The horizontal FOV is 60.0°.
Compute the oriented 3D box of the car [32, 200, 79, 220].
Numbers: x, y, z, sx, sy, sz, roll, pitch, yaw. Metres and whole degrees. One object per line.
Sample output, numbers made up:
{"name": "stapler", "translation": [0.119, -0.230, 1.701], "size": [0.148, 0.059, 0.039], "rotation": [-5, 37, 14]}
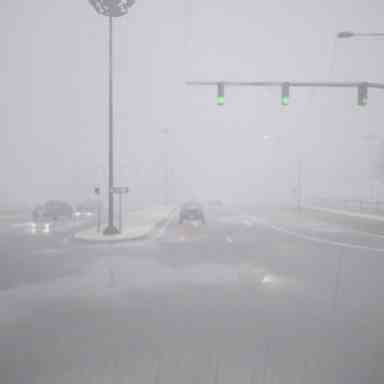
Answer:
{"name": "car", "translation": [-11.595, 1.462, 27.985], "size": [2.128, 1.511, 4.902], "rotation": [0, 0, 0]}

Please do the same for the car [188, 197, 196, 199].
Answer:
{"name": "car", "translation": [-0.001, 1.512, 50.336], "size": [1.994, 1.385, 4.181], "rotation": [0, 0, 0]}

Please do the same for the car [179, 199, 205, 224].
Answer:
{"name": "car", "translation": [-0.002, 1.500, 24.722], "size": [1.812, 1.442, 4.674], "rotation": [0, 0, 0]}

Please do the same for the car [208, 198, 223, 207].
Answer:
{"name": "car", "translation": [3.498, 1.549, 50.317], "size": [1.895, 1.301, 4.718], "rotation": [0, 0, 0]}

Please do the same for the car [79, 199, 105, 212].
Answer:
{"name": "car", "translation": [-11.562, 1.507, 38.276], "size": [2.033, 1.411, 5.357], "rotation": [0, 0, 1]}
